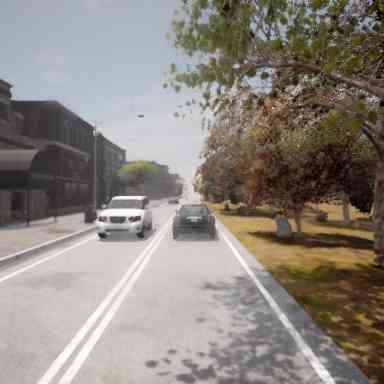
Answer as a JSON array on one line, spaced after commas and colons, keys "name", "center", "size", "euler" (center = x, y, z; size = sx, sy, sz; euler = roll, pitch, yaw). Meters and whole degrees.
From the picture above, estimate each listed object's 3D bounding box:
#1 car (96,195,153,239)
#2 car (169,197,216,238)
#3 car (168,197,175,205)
[{"name": "car", "center": [-3.354, 1.219, 17.664], "size": [2.150, 2.045, 5.566], "euler": [0, 0, 0]}, {"name": "car", "center": [0.099, 1.349, 17.810], "size": [2.097, 1.767, 4.553], "euler": [0, 0, 0]}, {"name": "car", "center": [-3.291, 1.524, 59.886], "size": [2.033, 1.411, 5.357], "euler": [0, 0, 1]}]
